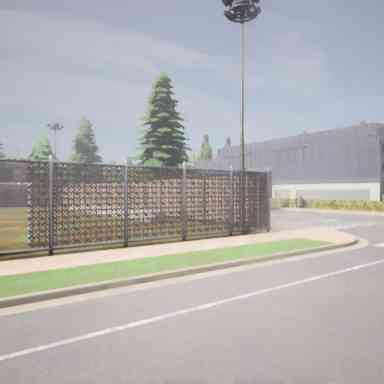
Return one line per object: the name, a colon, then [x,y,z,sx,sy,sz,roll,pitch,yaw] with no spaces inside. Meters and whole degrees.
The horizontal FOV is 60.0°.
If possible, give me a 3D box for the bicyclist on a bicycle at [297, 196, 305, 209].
bicyclist on a bicycle: [13.560,1.294,41.212,1.656,1.620,0.582,0,0,-35]
